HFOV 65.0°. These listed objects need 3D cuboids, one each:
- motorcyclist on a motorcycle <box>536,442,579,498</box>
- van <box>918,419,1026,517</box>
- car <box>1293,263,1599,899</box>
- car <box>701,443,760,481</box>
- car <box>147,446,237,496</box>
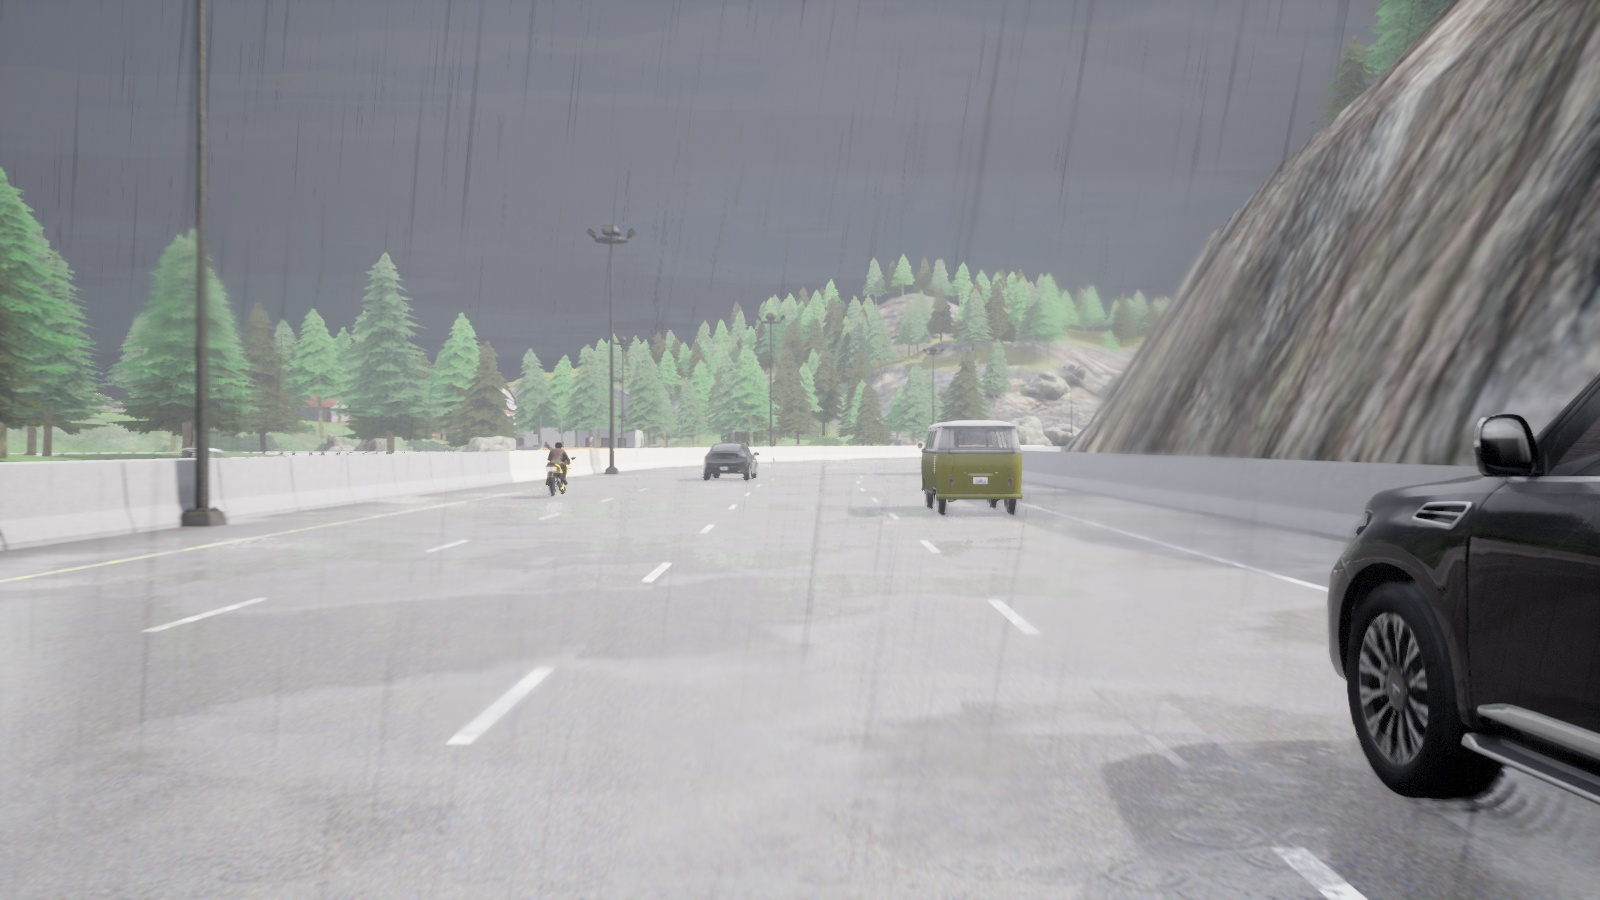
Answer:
[{"bbox_3d":[-6.785,0.526,35.183,0.797,1.523,2.044,0,0,0],"label":"motorcyclist on a motorcycle"},{"bbox_3d":[3.672,0.348,27.491,1.775,1.987,4.442,0,0,0],"label":"van"},{"bbox_3d":[3.536,0.449,3.506,2.150,2.045,5.566,0,0,0],"label":"car"},{"bbox_3d":[-2.798,0.460,51.647,1.837,1.490,4.892,0,0,4],"label":"car"},{"bbox_3d":[-17.281,0.587,35.780,1.481,1.376,2.207,0,0,0],"label":"car"}]
